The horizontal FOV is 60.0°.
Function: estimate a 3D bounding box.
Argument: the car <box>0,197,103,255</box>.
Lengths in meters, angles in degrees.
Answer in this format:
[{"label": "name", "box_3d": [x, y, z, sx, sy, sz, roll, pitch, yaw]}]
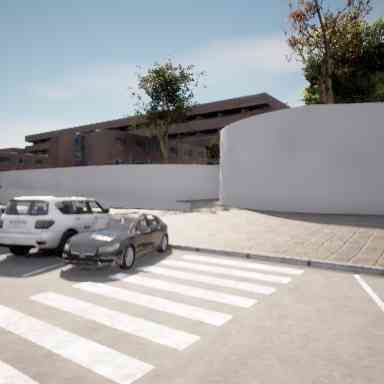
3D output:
[{"label": "car", "box_3d": [-4.670, 1.213, 12.850, 2.435, 2.045, 5.566, 0, -1, 15]}]

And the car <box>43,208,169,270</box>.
[{"label": "car", "box_3d": [-2.237, 1.458, 11.091, 2.231, 1.521, 4.892, 0, -1, 15]}]
